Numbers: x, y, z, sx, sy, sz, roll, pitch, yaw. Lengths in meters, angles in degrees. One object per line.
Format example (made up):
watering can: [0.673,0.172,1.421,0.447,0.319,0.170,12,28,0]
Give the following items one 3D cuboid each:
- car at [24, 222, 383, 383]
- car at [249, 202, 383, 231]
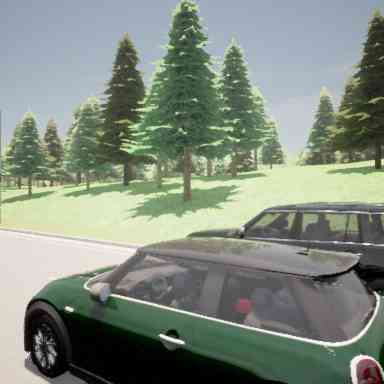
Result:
car: [-0.037,1.353,4.023,4.553,1.767,2.097,0,0,36]
car: [2.263,1.221,6.681,5.566,2.045,2.150,0,0,35]
